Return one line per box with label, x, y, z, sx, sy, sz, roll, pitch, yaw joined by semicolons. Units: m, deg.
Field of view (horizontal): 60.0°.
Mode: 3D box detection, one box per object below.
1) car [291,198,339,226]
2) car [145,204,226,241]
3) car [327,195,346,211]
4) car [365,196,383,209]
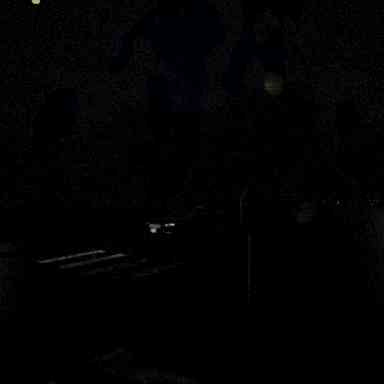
car;8.060;1.360;22.139;1.812;1.442;4.674;0;0;37
car;-0.166;1.358;16.090;2.128;1.511;4.902;0;0;37
car;16.148;1.154;37.783;2.097;1.767;4.553;0;0;37
car;23.732;1.319;43.027;2.128;1.511;4.902;0;0;37
